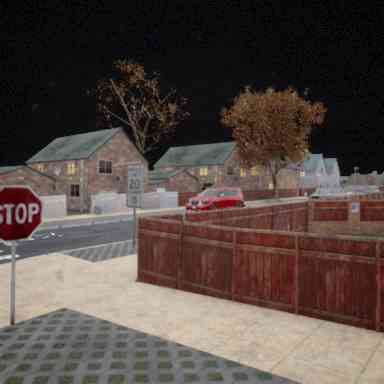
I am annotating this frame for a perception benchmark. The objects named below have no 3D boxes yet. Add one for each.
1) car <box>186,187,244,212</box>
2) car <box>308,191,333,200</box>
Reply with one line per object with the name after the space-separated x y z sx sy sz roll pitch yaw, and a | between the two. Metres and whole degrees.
1.909 0.689 25.639 2.150 2.045 5.566 1 2 40 | car
16.545 0.553 42.762 1.994 1.385 4.181 1 2 41 | car
